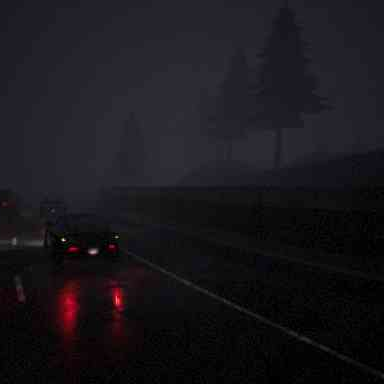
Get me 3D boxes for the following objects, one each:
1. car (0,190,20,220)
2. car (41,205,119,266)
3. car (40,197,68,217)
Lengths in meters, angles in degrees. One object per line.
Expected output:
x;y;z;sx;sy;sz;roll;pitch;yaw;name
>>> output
-13.673;0.836;23.685;2.150;2.045;5.566;1;1;-22;car
-3.766;1.382;11.056;1.812;1.442;4.674;1;1;-28;car
-10.898;1.122;26.224;2.128;1.511;4.902;1;1;-21;car
